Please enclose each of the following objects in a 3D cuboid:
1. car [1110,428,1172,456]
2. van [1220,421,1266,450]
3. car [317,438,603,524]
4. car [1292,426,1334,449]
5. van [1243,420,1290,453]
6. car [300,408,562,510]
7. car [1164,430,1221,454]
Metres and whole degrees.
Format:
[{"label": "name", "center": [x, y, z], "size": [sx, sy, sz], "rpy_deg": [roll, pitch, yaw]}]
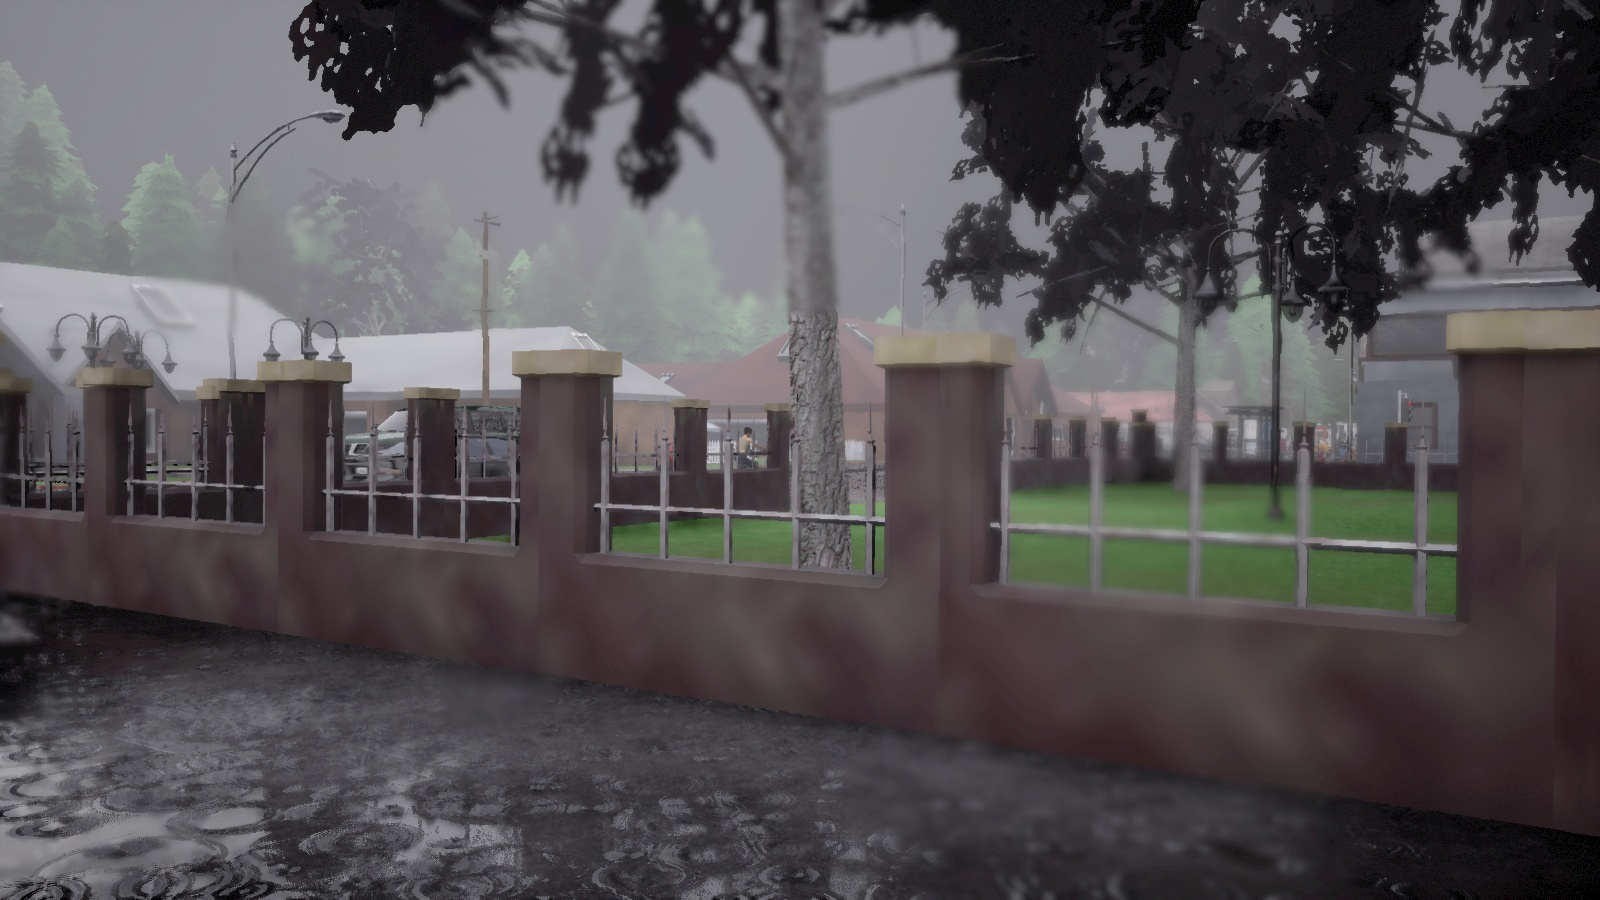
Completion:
[{"label": "car", "center": [19.229, -0.460, 70.638], "size": [2.007, 1.525, 4.514], "rpy_deg": [0, 1, 34]}, {"label": "van", "center": [31.575, -1.053, 89.514], "size": [2.069, 2.038, 4.480], "rpy_deg": [0, 1, 33]}, {"label": "car", "center": [-6.352, 0.506, 24.193], "size": [2.033, 1.411, 5.357], "rpy_deg": [0, 1, 32]}, {"label": "car", "center": [36.954, -0.899, 90.430], "size": [1.801, 1.575, 5.366], "rpy_deg": [0, 1, 33]}, {"label": "van", "center": [29.250, -0.855, 78.662], "size": [1.775, 1.987, 4.442], "rpy_deg": [0, 1, 33]}, {"label": "car", "center": [-8.111, 0.138, 28.252], "size": [2.150, 2.045, 5.566], "rpy_deg": [0, 1, 33]}, {"label": "car", "center": [24.783, -0.526, 79.145], "size": [2.033, 1.411, 5.357], "rpy_deg": [0, 1, 33]}]
